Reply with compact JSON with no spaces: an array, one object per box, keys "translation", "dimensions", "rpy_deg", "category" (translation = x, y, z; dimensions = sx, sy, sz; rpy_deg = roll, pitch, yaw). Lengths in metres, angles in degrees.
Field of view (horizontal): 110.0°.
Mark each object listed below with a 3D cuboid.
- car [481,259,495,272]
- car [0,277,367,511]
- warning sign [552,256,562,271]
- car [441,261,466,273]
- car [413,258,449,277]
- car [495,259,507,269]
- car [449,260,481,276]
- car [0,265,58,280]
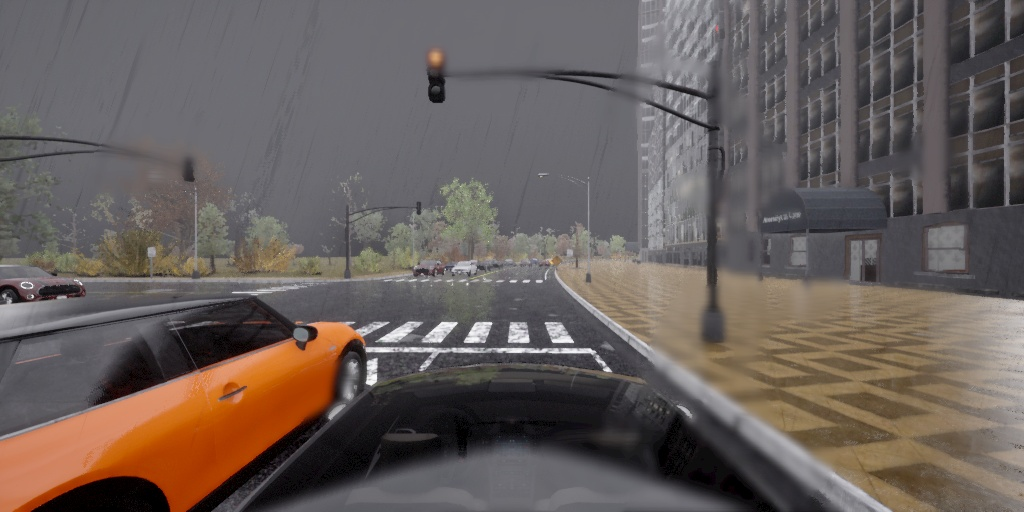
[{"translation":[-3.798,1.350,45.590],"dimensions":[1.895,1.301,4.718],"rpy_deg":[0,0,7],"category":"car"},{"translation":[-3.101,1.102,3.255],"dimensions":[2.097,1.767,4.553],"rpy_deg":[0,0,0],"category":"car"},{"translation":[5.507,0.868,44.175],"dimensions":[1.300,1.860,1.060],"rpy_deg":[0,0,7],"category":"warning sign"},{"translation":[-7.192,1.348,44.528],"dimensions":[1.895,1.301,4.718],"rpy_deg":[0,0,7],"category":"car"},{"translation":[-8.140,1.098,35.592],"dimensions":[2.097,1.767,4.553],"rpy_deg":[0,0,6],"category":"car"},{"translation":[-2.446,1.352,55.452],"dimensions":[1.895,1.301,4.718],"rpy_deg":[0,0,9],"category":"car"},{"translation":[-4.788,1.273,36.539],"dimensions":[1.812,1.442,4.674],"rpy_deg":[0,0,6],"category":"car"},{"translation":[-20.951,1.159,15.051],"dimensions":[4.553,1.767,2.097],"rpy_deg":[0,0,4],"category":"car"}]
